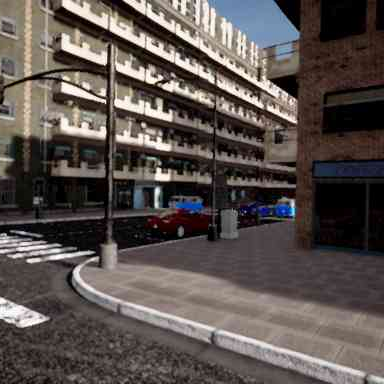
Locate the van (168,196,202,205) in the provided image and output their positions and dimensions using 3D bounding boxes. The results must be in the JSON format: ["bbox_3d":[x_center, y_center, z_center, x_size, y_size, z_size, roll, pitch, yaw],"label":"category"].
[{"bbox_3d":[-0.654,1.291,32.119,1.690,1.788,3.998,1,0,36],"label":"van"}]

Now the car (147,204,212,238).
[{"bbox_3d":[-0.482,1.578,18.002,1.887,1.381,4.507,1,0,36],"label":"car"}]

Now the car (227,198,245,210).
[{"bbox_3d":[5.939,1.514,41.379,1.967,1.590,4.097,1,0,36],"label":"car"}]

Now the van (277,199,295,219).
[{"bbox_3d":[9.448,1.557,31.869,1.690,1.788,3.998,1,0,36],"label":"van"}]

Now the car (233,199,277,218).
[{"bbox_3d":[6.147,1.656,31.870,1.812,1.442,4.674,2,0,36],"label":"car"}]
